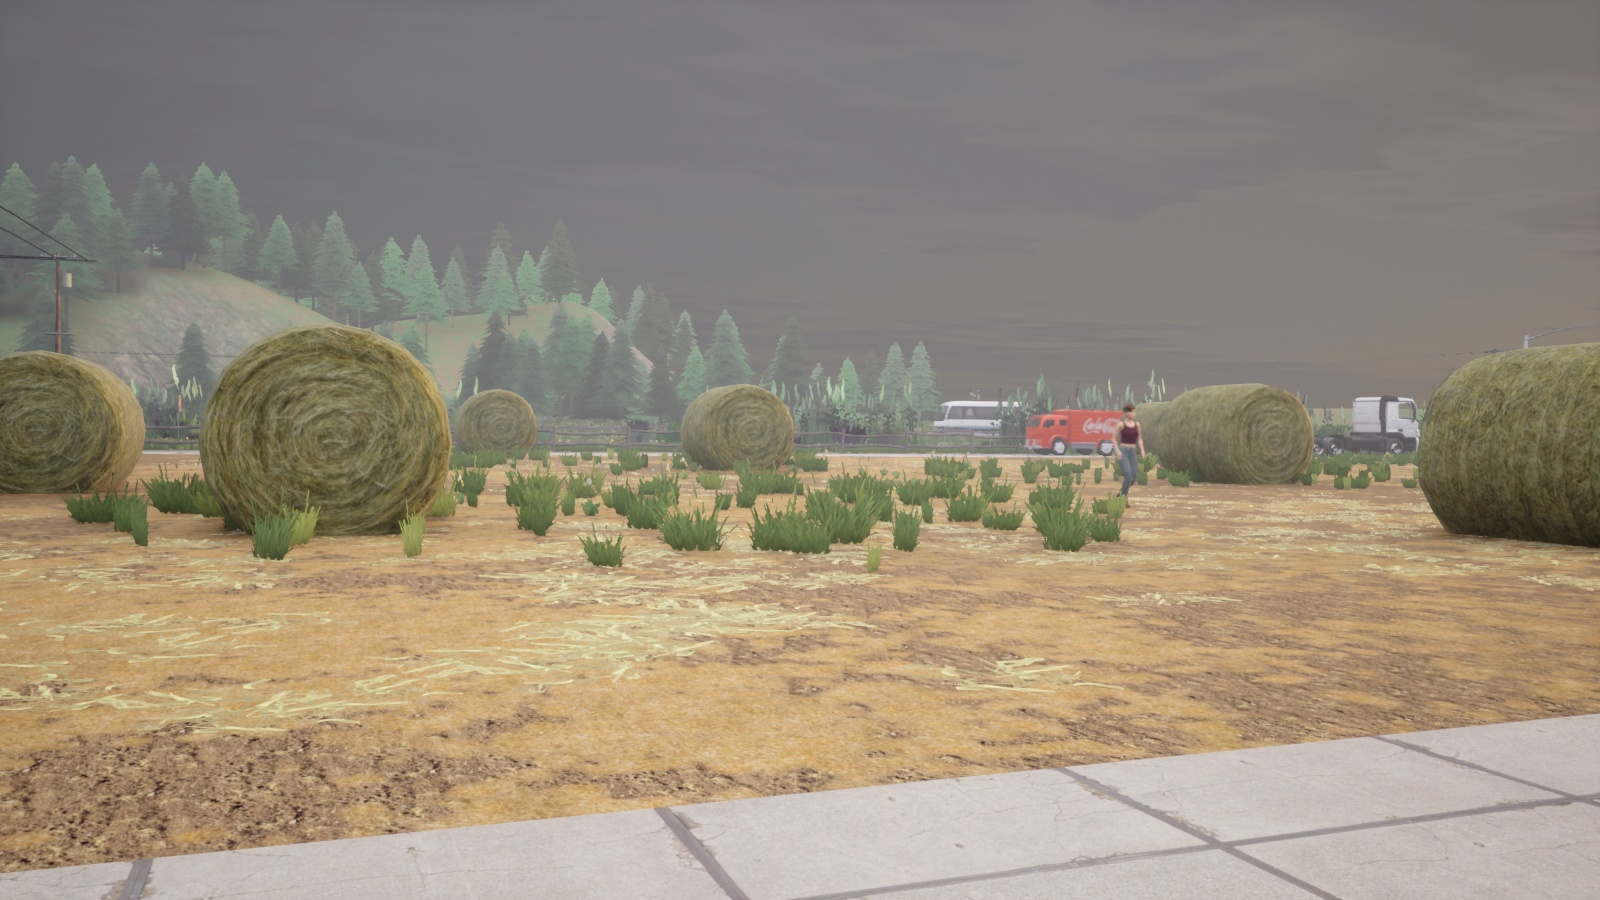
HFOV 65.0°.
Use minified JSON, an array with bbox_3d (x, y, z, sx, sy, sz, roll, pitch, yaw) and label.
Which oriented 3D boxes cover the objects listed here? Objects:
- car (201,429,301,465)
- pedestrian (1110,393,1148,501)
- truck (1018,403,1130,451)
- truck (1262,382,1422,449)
[{"bbox_3d":[-24.129,-0.149,55.368,3.806,1.475,1.970,-1,1,-17],"label":"car"},{"bbox_3d":[5.674,-0.053,21.680,0.345,1.836,0.594,-1,1,-20],"label":"pedestrian"},{"bbox_3d":[14.629,-1.232,67.182,5.204,2.467,2.627,-1,1,-17],"label":"truck"},{"bbox_3d":[29.347,-1.891,68.003,7.936,3.462,2.891,-1,1,-17],"label":"truck"}]
